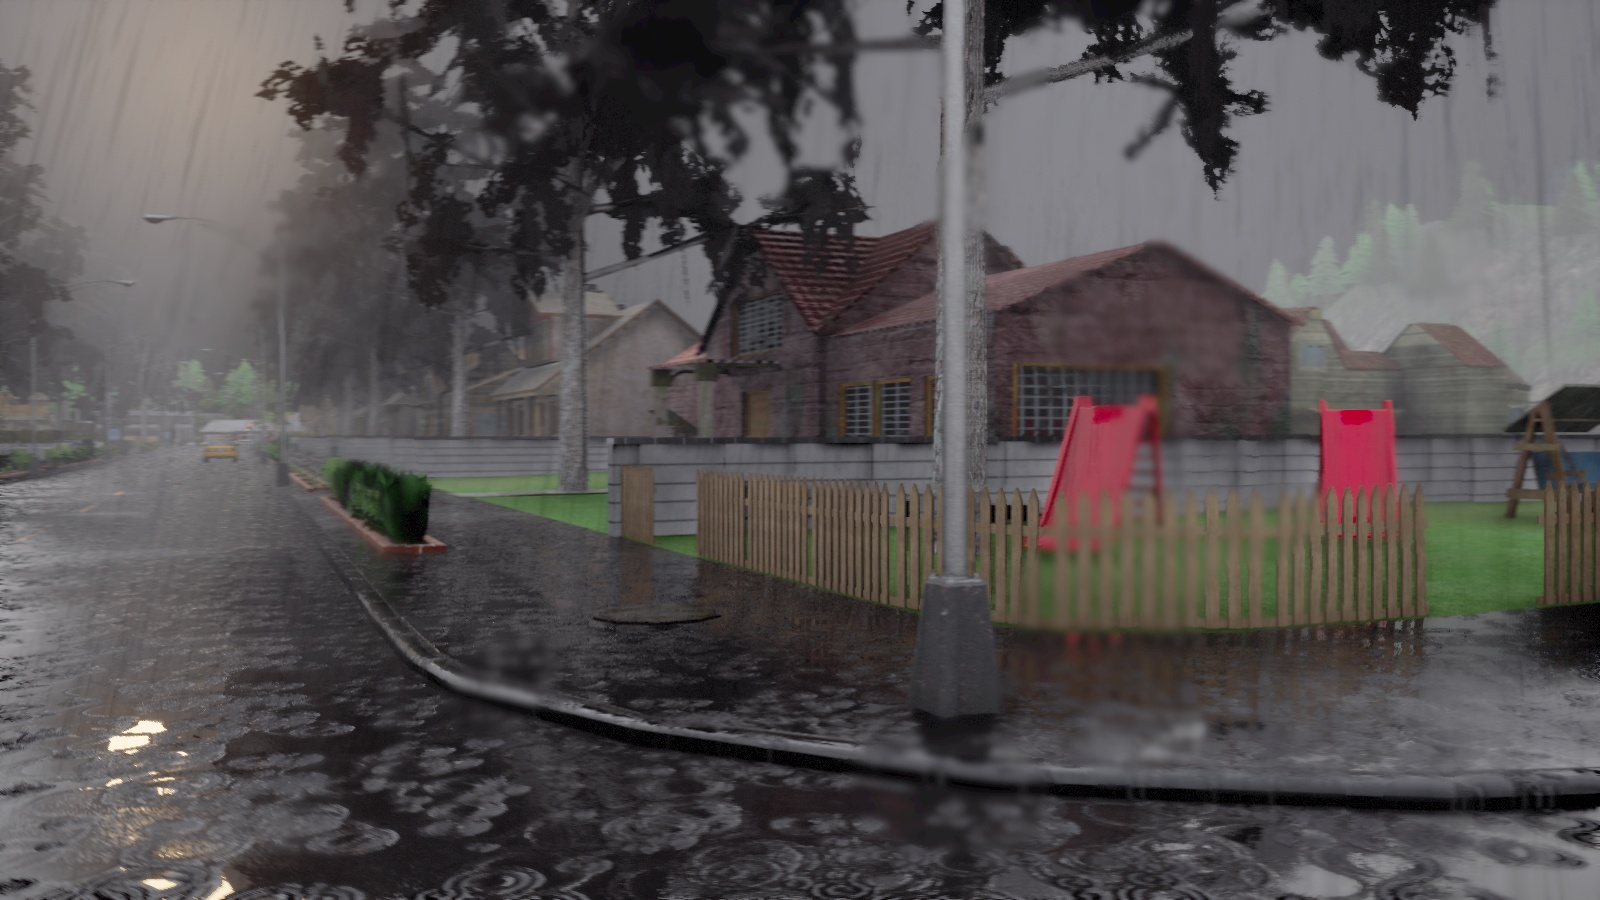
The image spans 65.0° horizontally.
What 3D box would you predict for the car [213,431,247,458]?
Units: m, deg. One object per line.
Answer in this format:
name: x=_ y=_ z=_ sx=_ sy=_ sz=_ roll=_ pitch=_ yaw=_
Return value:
car: x=-34.316 y=-0.337 z=75.641 sx=1.801 sy=1.575 sz=5.366 roll=0 pitch=1 yaw=-24
